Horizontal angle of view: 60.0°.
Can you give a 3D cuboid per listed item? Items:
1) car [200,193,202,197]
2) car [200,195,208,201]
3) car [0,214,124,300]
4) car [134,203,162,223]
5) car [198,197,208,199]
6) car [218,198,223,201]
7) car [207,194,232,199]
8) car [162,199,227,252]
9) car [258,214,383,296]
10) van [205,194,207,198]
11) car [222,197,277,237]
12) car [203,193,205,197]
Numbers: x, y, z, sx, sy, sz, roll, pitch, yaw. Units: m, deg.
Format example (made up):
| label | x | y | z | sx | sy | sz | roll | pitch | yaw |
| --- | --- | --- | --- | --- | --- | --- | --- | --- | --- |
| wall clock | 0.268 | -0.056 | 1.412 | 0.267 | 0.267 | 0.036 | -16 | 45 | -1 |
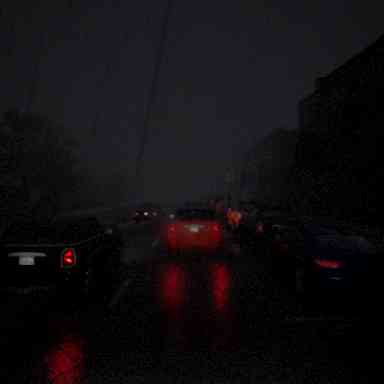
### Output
| label | x | y | z | sx | sy | sz | roll | pitch | yaw |
| --- | --- | --- | --- | --- | --- | --- | --- | --- | --- |
| car | 3.287 | 1.511 | 69.270 | 2.231 | 1.521 | 4.892 | 0 | 0 | 0 |
| car | 3.307 | 1.517 | 91.564 | 1.946 | 1.575 | 5.366 | 0 | 0 | 0 |
| car | -3.182 | 1.355 | 8.564 | 2.097 | 1.767 | 4.553 | 0 | 0 | 0 |
| car | -3.155 | 1.559 | 25.408 | 2.033 | 1.411 | 5.357 | 0 | 0 | 0 |
| car | 0.114 | 1.505 | 29.655 | 2.128 | 1.511 | 4.902 | 0 | 0 | 0 |
| car | 3.248 | 1.492 | 25.194 | 2.231 | 1.521 | 4.892 | 0 | 0 | 0 |
| car | 3.258 | 1.245 | 36.154 | 2.435 | 2.045 | 5.566 | 0 | 0 | 0 |
| car | 0.096 | 1.360 | 13.983 | 2.097 | 1.767 | 4.553 | 0 | 0 | 0 |
| car | 3.233 | 1.524 | 8.497 | 2.002 | 1.452 | 4.674 | 0 | 0 | 0 |
| van | 3.268 | 1.275 | 47.417 | 1.878 | 1.987 | 4.442 | 0 | 0 | 0 |
| car | 3.243 | 1.363 | 19.644 | 2.185 | 1.767 | 4.553 | 0 | 0 | 0 |
| car | 3.273 | 1.377 | 52.795 | 2.185 | 1.767 | 4.553 | 0 | 0 | 0 |
